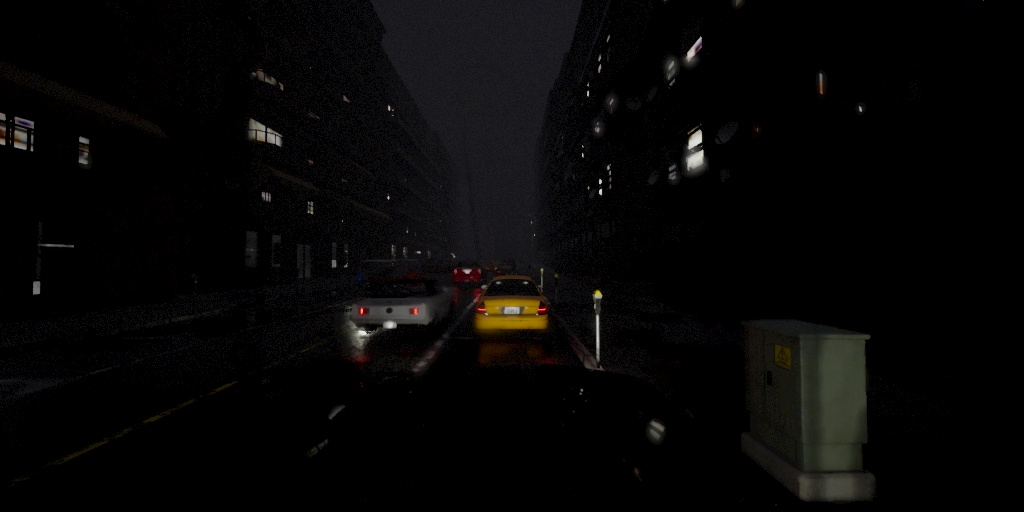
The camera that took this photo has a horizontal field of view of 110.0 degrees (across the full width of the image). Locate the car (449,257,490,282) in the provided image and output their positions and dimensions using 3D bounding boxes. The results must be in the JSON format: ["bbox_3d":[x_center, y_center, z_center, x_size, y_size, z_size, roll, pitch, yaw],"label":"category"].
[{"bbox_3d":[-3.021,1.125,26.247,2.097,1.767,4.553,0,0,0],"label":"car"}]

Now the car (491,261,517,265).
[{"bbox_3d":[-0.452,1.322,28.072,1.888,1.381,4.507,0,0,0],"label":"car"}]

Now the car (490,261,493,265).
[{"bbox_3d":[-2.922,1.289,44.128,1.882,1.535,5.008,0,0,0],"label":"car"}]

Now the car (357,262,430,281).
[{"bbox_3d":[-5.869,1.240,18.498,1.882,1.535,5.008,0,0,0],"label":"car"}]

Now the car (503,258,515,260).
[{"bbox_3d":[-0.445,1.240,39.134,1.967,1.591,4.097,0,0,0],"label":"car"}]

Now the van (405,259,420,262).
[{"bbox_3d":[-8.335,1.118,28.134,1.690,1.789,3.998,0,0,0],"label":"van"}]

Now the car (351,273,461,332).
[{"bbox_3d":[-2.920,1.356,10.824,1.895,1.301,4.718,0,0,0],"label":"car"}]

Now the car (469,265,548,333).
[{"bbox_3d":[0.004,1.212,10.693,1.801,1.575,5.366,0,0,0],"label":"car"}]

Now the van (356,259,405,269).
[{"bbox_3d":[-8.335,1.108,22.603,1.690,1.789,3.998,0,0,0],"label":"van"}]

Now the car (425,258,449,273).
[{"bbox_3d":[-8.335,1.115,39.194,2.192,1.841,5.009,0,0,0],"label":"car"}]
